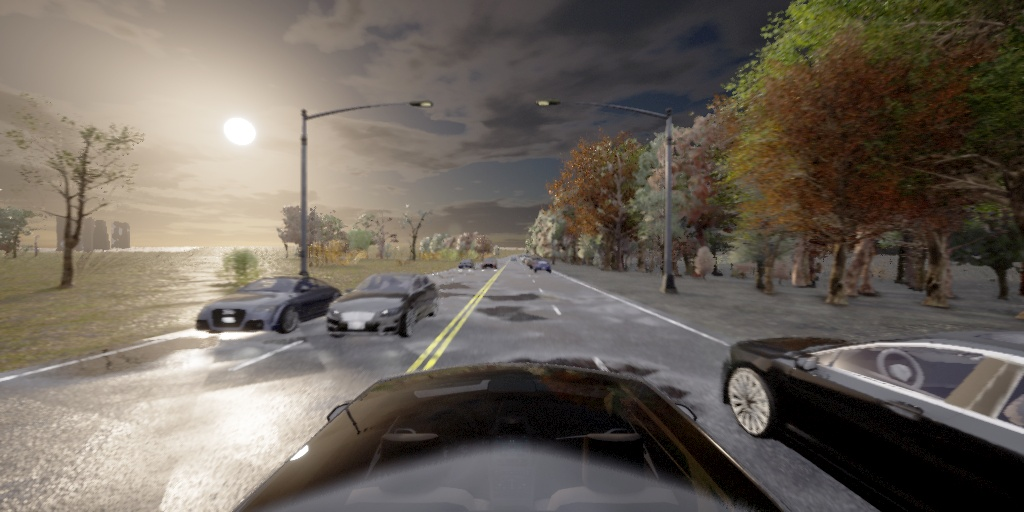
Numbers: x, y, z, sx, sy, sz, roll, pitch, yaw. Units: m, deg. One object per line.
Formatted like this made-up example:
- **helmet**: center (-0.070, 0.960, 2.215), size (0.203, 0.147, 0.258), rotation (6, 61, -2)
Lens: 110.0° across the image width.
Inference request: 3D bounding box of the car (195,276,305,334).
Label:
- **car**: center (-6.585, 1.281, 10.321), size (1.994, 1.385, 4.181), rotation (0, 0, 0)

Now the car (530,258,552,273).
- **car**: center (3.384, 1.165, 40.510), size (1.812, 1.442, 4.674), rotation (1, -1, 0)

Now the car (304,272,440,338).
- **car**: center (-3.336, 1.220, 10.152), size (2.128, 1.511, 4.902), rotation (0, 0, 0)

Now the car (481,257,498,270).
- **car**: center (-3.119, 0.976, 50.817), size (2.097, 1.767, 4.553), rotation (0, 0, 1)

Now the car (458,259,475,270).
- **car**: center (-6.361, 1.161, 50.749), size (2.033, 1.411, 5.357), rotation (0, 0, 1)

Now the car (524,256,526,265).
- **car**: center (3.511, 1.092, 62.512), size (1.837, 1.490, 4.892), rotation (1, -1, 0)

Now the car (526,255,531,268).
- **car**: center (3.453, 1.043, 51.492), size (2.033, 1.649, 4.856), rotation (1, 1, 0)

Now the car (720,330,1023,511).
- **car**: center (3.375, 1.238, 2.263), size (2.128, 1.511, 4.902), rotation (1, 1, 0)
